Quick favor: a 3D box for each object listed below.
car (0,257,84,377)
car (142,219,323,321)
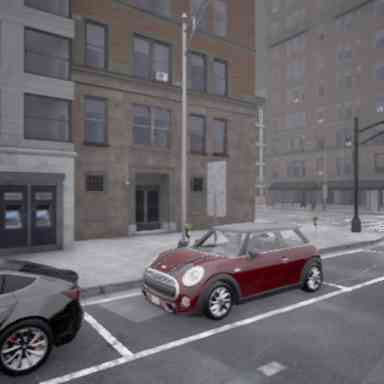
[{"bbox_3d":[-3.536,1.566,4.010,4.313,1.339,1.947,0,0,-35],"label":"car"},{"bbox_3d":[0.962,1.438,7.218,4.097,1.590,1.967,0,0,-35],"label":"car"}]
